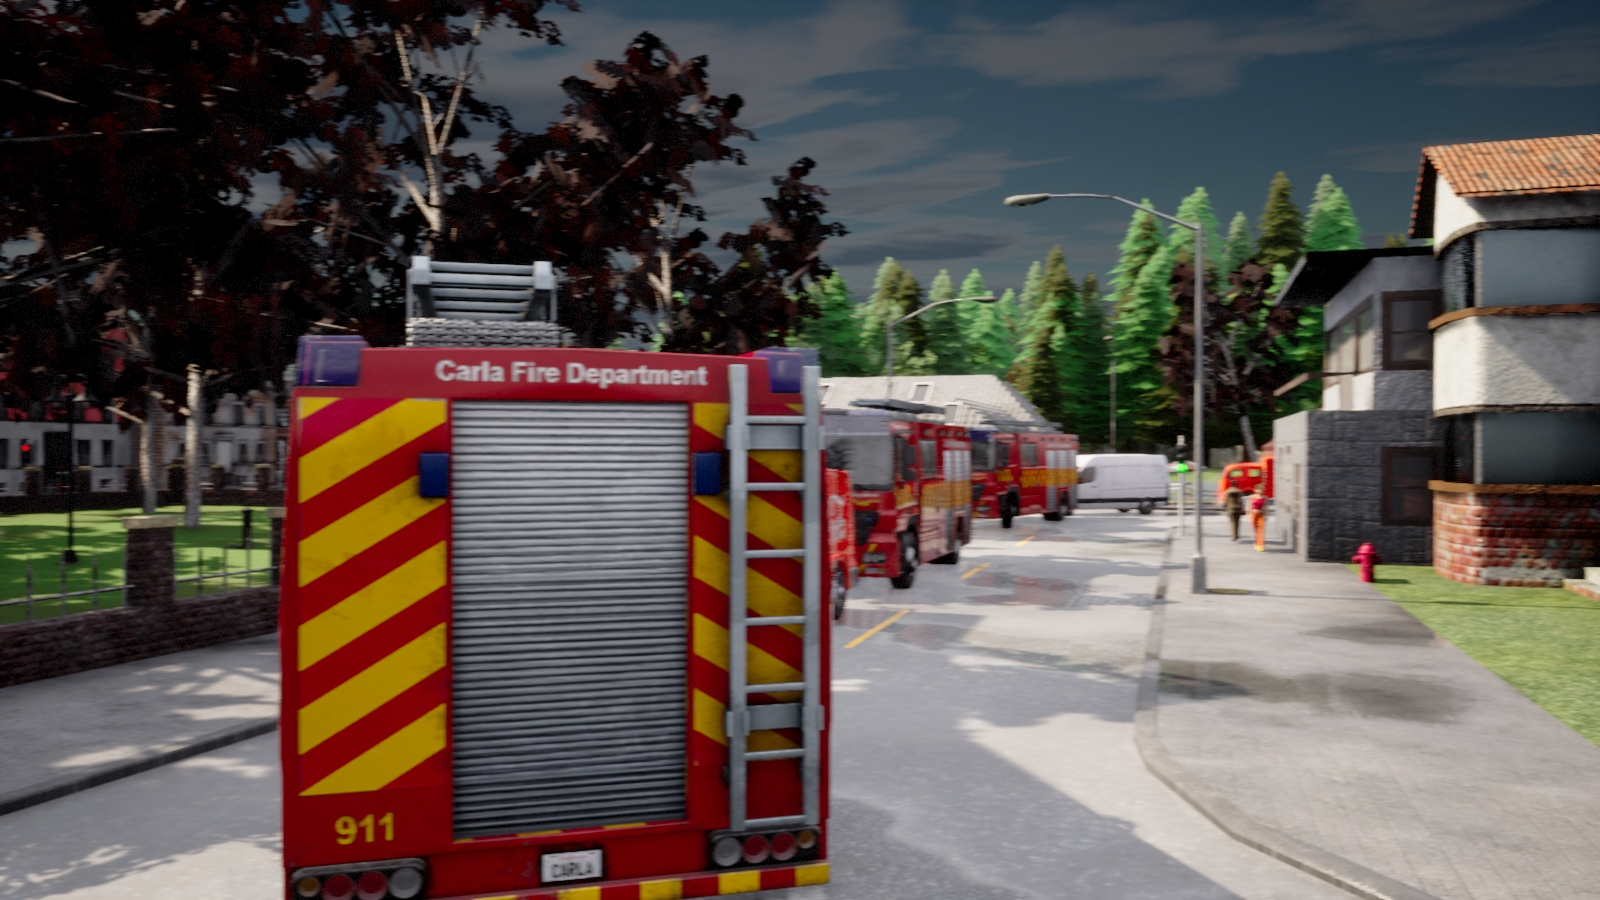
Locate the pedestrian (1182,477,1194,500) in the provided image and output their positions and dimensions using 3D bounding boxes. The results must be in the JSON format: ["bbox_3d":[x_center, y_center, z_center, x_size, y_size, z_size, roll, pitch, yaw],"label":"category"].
[{"bbox_3d":[18.780,1.850,55.291,0.500,1.100,0.500,0,0,25],"label":"pedestrian"}]

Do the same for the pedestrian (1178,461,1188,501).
[{"bbox_3d":[17.974,1.470,53.591,0.375,1.860,0.375,0,0,35],"label":"pedestrian"}]

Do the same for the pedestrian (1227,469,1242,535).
[{"bbox_3d":[12.461,1.486,32.739,0.375,1.860,0.375,0,0,25],"label":"pedestrian"}]

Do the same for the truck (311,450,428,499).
[{"bbox_3d":[-22.252,1.220,59.160,5.204,2.467,2.627,0,0,20],"label":"truck"}]

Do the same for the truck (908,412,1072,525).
[{"bbox_3d":[7.328,0.616,42.859,2.891,3.827,8.468,0,0,33],"label":"truck"}]

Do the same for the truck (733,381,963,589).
[{"bbox_3d":[1.428,0.633,25.495,2.891,3.827,8.468,0,0,19],"label":"truck"}]

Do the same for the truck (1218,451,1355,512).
[{"bbox_3d":[20.722,1.307,48.951,5.204,2.467,2.627,0,0,18],"label":"truck"}]

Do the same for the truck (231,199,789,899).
[{"bbox_3d":[-2.616,0.650,10.186,2.891,3.827,8.468,0,0,-16],"label":"truck"}]

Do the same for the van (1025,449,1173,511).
[{"bbox_3d":[12.807,1.260,48.969,5.915,2.561,1.988,0,0,-16],"label":"van"}]

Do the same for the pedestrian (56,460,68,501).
[{"bbox_3d":[-33.888,1.388,52.477,0.375,1.860,0.375,0,0,-20],"label":"pedestrian"}]

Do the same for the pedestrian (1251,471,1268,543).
[{"bbox_3d":[12.019,1.490,29.878,0.375,1.860,0.375,0,0,18],"label":"pedestrian"}]
